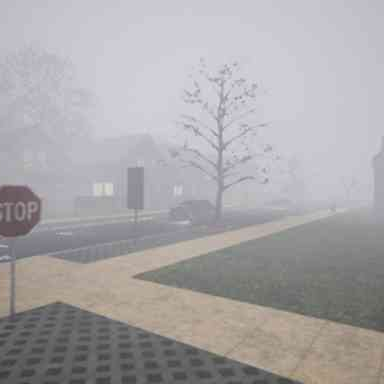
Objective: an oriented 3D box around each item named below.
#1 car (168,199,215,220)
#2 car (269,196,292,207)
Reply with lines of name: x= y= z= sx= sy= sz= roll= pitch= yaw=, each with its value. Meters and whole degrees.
car: x=0.053 y=1.308 z=26.546 sx=1.837 sy=1.490 sz=4.892 roll=1 pitch=1 yaw=34
car: x=11.707 y=1.259 z=43.777 sx=1.994 sy=1.385 sz=4.181 roll=1 pitch=1 yaw=34
